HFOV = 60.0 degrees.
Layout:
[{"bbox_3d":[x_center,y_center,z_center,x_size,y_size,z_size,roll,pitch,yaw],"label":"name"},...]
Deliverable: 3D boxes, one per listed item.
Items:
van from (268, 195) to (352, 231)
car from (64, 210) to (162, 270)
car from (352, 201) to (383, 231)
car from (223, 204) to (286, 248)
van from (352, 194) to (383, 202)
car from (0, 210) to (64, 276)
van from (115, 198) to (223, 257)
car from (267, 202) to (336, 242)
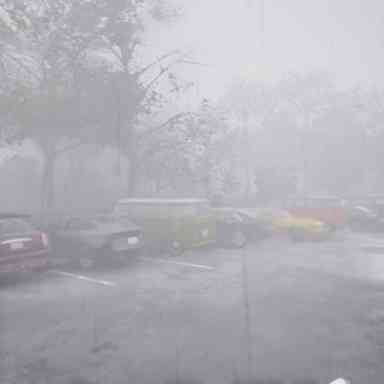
[{"bbox_3d":[5.878,1.175,17.901,4.442,1.987,1.878,-1,0,34],"label":"van"},{"bbox_3d":[-3.633,1.495,11.012,4.792,1.488,2.163,-1,0,34],"label":"car"},{"bbox_3d":[8.375,1.425,19.540,4.674,1.452,2.002,-1,0,34],"label":"car"},{"bbox_3d":[1.189,1.429,14.409,4.892,1.521,2.231,-1,0,35],"label":"car"},{"bbox_3d":[10.869,1.147,21.196,4.442,1.987,1.878,-1,-1,34],"label":"van"},{"bbox_3d":[-5.983,1.357,9.271,4.553,1.767,2.185,-1,0,34],"label":"car"},{"bbox_3d":[-1.313,1.222,12.767,4.442,1.987,1.878,-1,0,35],"label":"van"},{"bbox_3d":[3.736,1.407,16.022,5.366,1.575,1.946,-1,-1,35],"label":"car"}]
